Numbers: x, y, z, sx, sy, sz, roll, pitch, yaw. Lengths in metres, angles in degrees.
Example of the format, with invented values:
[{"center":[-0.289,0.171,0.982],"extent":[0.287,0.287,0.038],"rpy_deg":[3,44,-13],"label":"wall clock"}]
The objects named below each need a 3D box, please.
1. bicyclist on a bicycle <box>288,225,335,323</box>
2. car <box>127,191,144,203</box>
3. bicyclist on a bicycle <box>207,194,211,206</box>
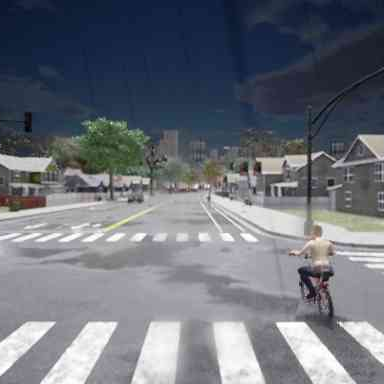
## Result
[{"center":[2.268,1.404,6.140],"extent":[0.866,1.612,1.509],"rpy_deg":[0,0,0],"label":"bicyclist on a bicycle"},{"center":[-9.761,0.879,58.111],"extent":[2.150,2.045,5.566],"rpy_deg":[0,0,0],"label":"car"},{"center":[2.242,1.116,43.977],"extent":[0.659,1.776,1.843],"rpy_deg":[0,1,0],"label":"bicyclist on a bicycle"}]
